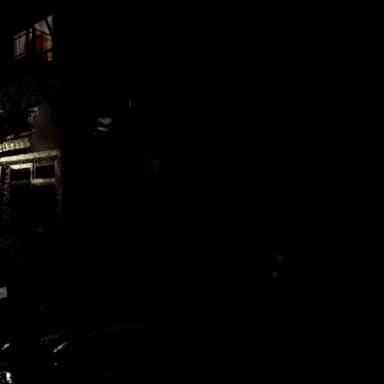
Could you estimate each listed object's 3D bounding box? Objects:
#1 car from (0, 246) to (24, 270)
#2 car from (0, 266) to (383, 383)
[{"bbox_3d":[-4.608,1.559,6.179,4.313,1.339,1.947,0,-1,36],"label":"car"},{"bbox_3d":[0.029,1.564,2.870,4.313,1.339,1.947,0,-1,36],"label":"car"}]
